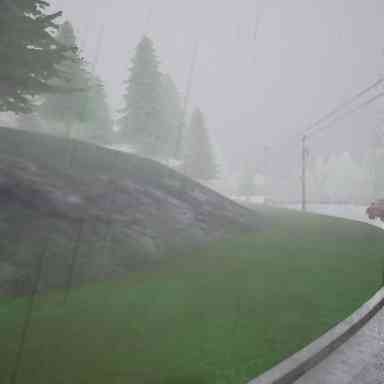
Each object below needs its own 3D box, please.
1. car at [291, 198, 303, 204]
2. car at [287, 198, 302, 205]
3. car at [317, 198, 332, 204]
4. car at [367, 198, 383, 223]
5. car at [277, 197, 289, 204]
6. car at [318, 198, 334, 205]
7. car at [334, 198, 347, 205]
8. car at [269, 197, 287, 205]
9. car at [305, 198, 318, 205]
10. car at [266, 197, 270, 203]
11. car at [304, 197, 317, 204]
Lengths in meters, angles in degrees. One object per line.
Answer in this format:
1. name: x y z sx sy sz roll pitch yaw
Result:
1. car: 27.427 2.233 87.057 1.837 1.490 4.892 0 -1 3
2. car: 23.412 2.254 77.217 2.128 1.511 4.902 0 -1 3
3. car: 34.396 2.281 86.278 2.033 1.411 5.357 0 -1 3
4. car: 16.989 1.509 28.537 2.150 2.045 5.566 0 0 10
5. car: 23.931 2.082 87.210 2.097 1.767 4.553 0 -1 3
6. car: 30.403 2.088 76.860 2.097 1.767 4.553 0 -1 3
7. car: 33.898 2.094 76.678 2.097 1.767 4.553 0 -1 3
8. car: 19.895 2.272 76.982 1.994 1.385 4.181 0 -1 3
9. car: 26.905 2.329 77.002 1.895 1.301 4.718 0 -1 3
10. car: 20.414 2.073 86.975 2.097 1.767 4.553 0 -1 3
11. car: 30.923 2.217 86.876 1.882 1.535 5.008 0 -1 3
